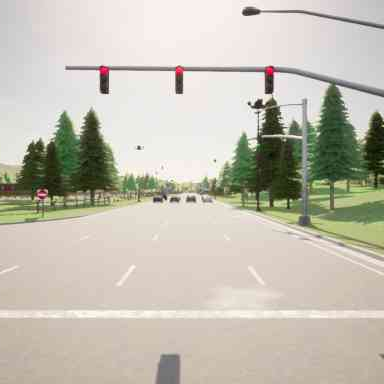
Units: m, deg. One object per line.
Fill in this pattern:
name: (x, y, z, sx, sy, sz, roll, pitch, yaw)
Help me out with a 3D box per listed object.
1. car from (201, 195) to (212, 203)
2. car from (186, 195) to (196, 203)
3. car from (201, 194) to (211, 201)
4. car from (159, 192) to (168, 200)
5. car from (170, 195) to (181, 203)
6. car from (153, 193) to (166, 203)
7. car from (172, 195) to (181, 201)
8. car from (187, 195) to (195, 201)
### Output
car: (3.336, 1.516, 70.791, 1.812, 1.442, 4.674, 0, 0, 0)
car: (-0.164, 1.346, 70.720, 2.097, 1.767, 4.553, 0, 0, 0)
car: (3.313, 1.357, 80.794, 2.128, 1.511, 4.902, 0, 0, 0)
car: (-7.187, 1.057, 80.800, 2.150, 2.045, 5.566, 0, 0, 0)
car: (-3.663, 1.492, 70.358, 1.837, 1.490, 4.892, 0, 0, 0)
car: (-7.163, 1.469, 70.350, 1.882, 1.535, 5.008, 0, 0, 0)
car: (-3.687, 1.427, 80.808, 1.895, 1.301, 4.718, 0, 0, 0)
car: (-0.187, 1.385, 80.786, 1.994, 1.385, 4.181, 0, 0, 0)
